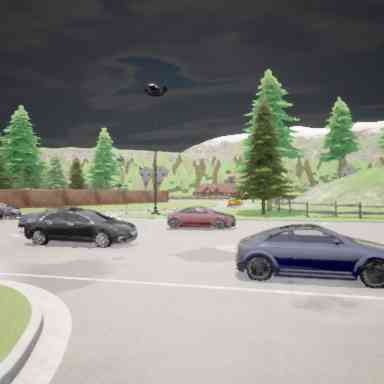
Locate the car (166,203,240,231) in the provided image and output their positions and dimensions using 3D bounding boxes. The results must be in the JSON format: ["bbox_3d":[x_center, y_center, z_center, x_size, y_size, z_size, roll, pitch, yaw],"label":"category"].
[{"bbox_3d":[0.555,1.562,20.283,4.181,1.385,1.994,0,0,13],"label":"car"}]

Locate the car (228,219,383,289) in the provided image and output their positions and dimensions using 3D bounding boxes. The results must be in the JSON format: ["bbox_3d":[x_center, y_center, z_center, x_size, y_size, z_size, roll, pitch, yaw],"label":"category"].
[{"bbox_3d":[3.241,1.562,8.886,4.181,1.385,1.994,0,0,13],"label":"car"}]

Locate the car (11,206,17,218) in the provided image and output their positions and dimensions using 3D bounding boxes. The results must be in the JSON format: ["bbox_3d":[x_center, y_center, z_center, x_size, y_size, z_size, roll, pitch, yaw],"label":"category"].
[{"bbox_3d":[-6.853,1.547,18.402,5.357,1.411,2.033,0,0,13],"label":"car"}]

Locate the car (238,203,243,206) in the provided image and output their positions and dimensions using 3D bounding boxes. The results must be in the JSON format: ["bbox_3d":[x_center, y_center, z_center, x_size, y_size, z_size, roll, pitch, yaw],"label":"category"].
[{"bbox_3d":[6.904,1.470,52.606,1.882,1.535,5.008,1,0,17],"label":"car"}]

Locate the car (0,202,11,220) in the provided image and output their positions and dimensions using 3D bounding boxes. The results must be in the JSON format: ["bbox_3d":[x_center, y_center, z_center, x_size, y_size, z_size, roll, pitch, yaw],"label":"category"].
[{"bbox_3d":[-16.829,1.493,27.890,4.902,1.511,2.128,0,0,13],"label":"car"}]

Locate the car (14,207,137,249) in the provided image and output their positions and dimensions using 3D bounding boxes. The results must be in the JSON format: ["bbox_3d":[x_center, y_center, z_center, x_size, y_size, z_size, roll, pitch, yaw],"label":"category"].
[{"bbox_3d":[-4.772,1.504,14.329,4.892,1.490,1.837,0,0,13],"label":"car"}]
